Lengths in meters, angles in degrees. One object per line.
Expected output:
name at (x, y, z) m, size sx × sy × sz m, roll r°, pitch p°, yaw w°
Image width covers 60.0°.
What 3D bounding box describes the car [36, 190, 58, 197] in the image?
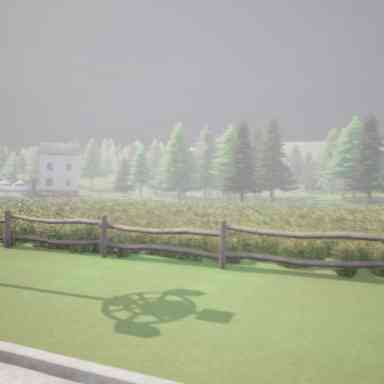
car at (-30.372, 0.426, 69.832) m, size 4.605 × 1.855 × 1.932 m, roll 1°, pitch 0°, yaw 21°
